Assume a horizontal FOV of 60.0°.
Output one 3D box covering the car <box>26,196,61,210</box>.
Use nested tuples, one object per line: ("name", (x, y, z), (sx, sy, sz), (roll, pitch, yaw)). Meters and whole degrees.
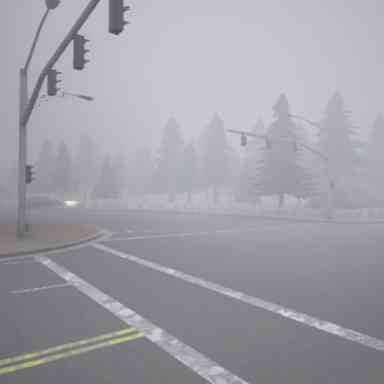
("car", (-20.013, 1.310, 44.755), (2.097, 1.767, 4.553), (0, 2, 40))
